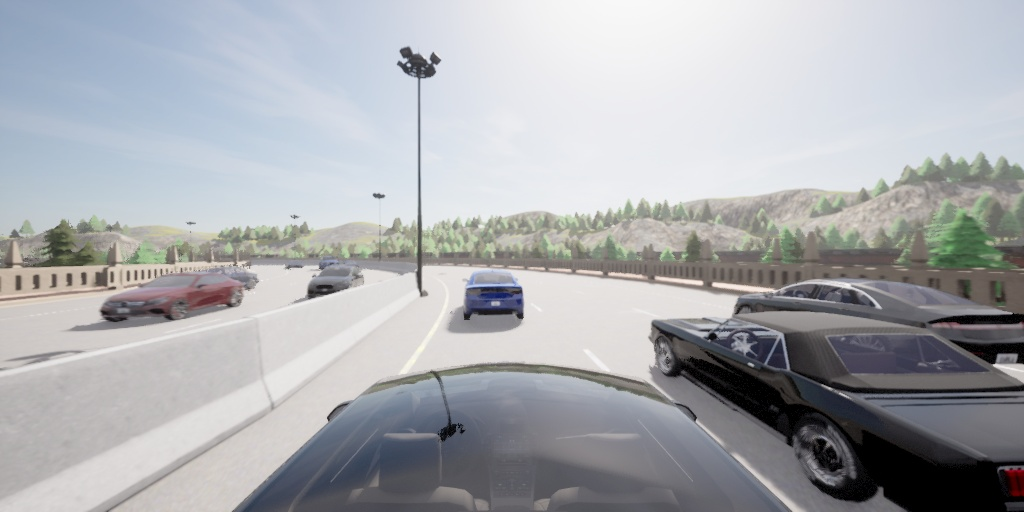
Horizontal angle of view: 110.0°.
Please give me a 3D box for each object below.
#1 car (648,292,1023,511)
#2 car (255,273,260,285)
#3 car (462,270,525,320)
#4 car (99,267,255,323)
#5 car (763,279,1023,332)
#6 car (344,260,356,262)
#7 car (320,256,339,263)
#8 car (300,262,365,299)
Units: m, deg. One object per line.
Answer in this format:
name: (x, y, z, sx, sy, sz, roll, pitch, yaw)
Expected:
car: (3.434, 1.334, 4.373, 1.895, 1.301, 4.718, 0, 0, -2)
car: (-16.338, 1.344, 20.267, 2.033, 1.411, 5.357, 0, 0, -13)
car: (-0.745, 1.218, 12.799, 1.882, 1.535, 5.008, 0, 0, -6)
car: (-11.475, 1.310, 12.612, 1.812, 1.442, 4.674, 0, 0, -8)
car: (6.749, 1.208, 7.392, 2.128, 1.511, 4.902, 0, 0, -3)
car: (-25.763, 1.341, 57.072, 2.033, 1.411, 5.357, 0, 0, -36)
car: (-26.591, 1.017, 52.156, 2.150, 2.045, 5.566, 0, 0, -34)
car: (-8.891, 1.273, 18.495, 1.837, 1.490, 4.892, 0, 0, -11)
